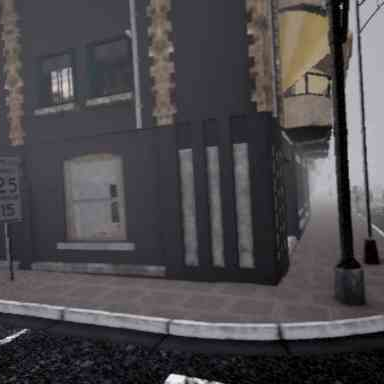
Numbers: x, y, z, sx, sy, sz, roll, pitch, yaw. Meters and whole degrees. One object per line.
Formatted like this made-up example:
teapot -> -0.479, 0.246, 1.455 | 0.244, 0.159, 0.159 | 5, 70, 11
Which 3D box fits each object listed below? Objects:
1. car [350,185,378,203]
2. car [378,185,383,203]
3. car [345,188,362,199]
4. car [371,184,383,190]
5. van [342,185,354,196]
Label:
car -> 19.498, 0.207, 38.346 | 2.192, 1.841, 5.009 | -3, 0, 22
car -> 19.658, 0.126, 31.669 | 2.150, 2.045, 5.566 | -3, 0, 22
car -> 23.584, 0.158, 48.677 | 1.752, 1.417, 4.829 | -3, 0, 22
car -> 45.901, -1.167, 82.462 | 1.887, 1.381, 4.507 | -3, 0, 22
van -> 27.771, -0.292, 59.324 | 1.690, 1.788, 3.998 | -3, 0, 22
